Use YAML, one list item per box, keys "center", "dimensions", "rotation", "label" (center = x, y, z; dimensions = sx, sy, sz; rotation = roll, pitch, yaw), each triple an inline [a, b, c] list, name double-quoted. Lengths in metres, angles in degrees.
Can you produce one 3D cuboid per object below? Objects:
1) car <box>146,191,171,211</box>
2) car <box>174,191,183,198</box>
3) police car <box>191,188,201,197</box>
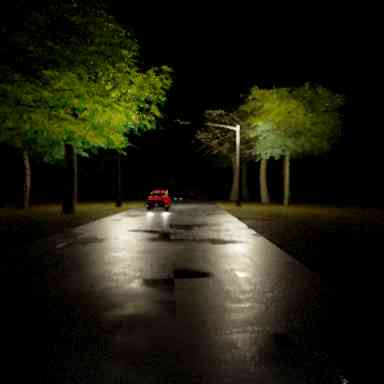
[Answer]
- center: [-3.446, 0.882, 35.175]
  dimensions: [2.150, 2.045, 5.566]
  rotation: [0, 1, 0]
  label: "car"
- center: [-3.124, 0.549, 76.754]
  dimensions: [2.033, 1.411, 5.357]
  rotation: [0, 1, 0]
  label: "car"
- center: [1.475, 0.333, 86.532]
  dimensions: [1.930, 1.638, 5.238]
  rotation: [0, 1, 0]
  label: "police car"
